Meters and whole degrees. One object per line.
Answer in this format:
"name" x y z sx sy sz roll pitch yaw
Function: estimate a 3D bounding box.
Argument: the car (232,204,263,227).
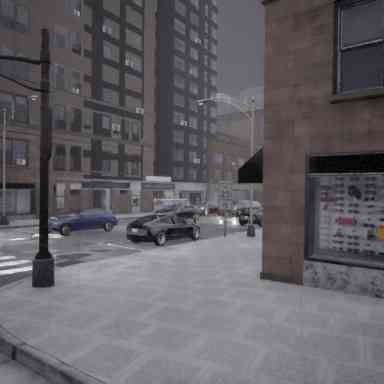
"car" 5.118 1.850 25.358 1.947 1.339 4.313 0 0 36

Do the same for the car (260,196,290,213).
"car" 10.918 1.574 43.480 2.150 2.045 5.566 1 0 33

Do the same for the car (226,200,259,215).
"car" 4.786 1.613 35.036 2.097 1.767 4.553 1 0 36

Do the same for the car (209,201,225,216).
"car" 1.431 1.646 34.807 1.967 1.590 4.097 0 0 36

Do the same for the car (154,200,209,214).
"car" -1.085 1.672 26.933 2.128 1.511 4.902 1 0 36

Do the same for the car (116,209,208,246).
"car" -1.323 1.764 16.449 1.947 1.339 4.313 0 0 36

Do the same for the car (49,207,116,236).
"car" -6.458 1.634 19.499 1.812 1.442 4.674 1 0 38
